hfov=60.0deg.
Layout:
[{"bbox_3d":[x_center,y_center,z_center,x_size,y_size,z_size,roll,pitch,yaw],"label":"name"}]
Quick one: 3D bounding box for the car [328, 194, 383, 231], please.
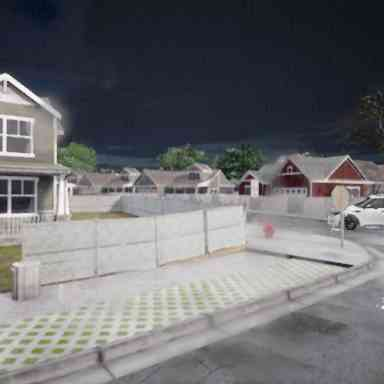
[{"bbox_3d":[10.369,1.145,17.978,5.566,2.045,2.150,0,4,23],"label":"car"}]
